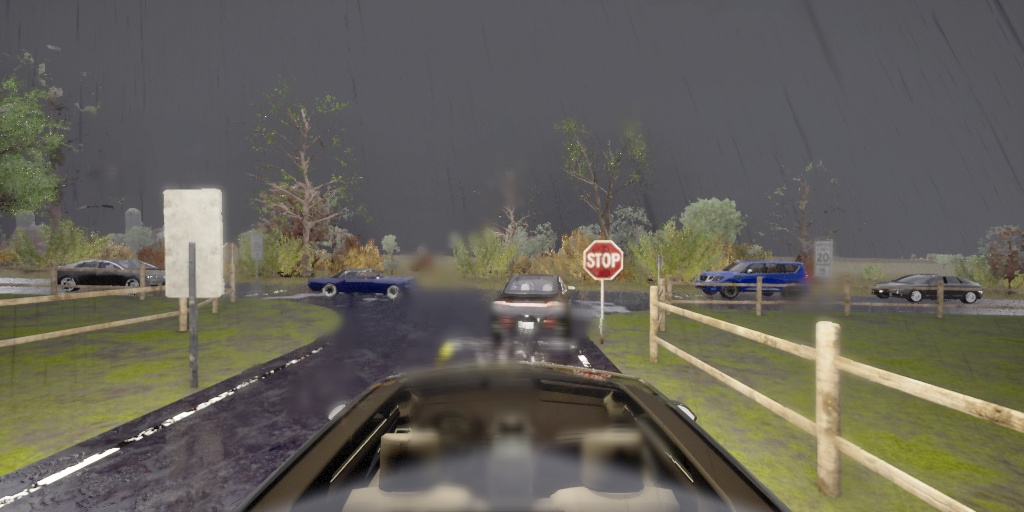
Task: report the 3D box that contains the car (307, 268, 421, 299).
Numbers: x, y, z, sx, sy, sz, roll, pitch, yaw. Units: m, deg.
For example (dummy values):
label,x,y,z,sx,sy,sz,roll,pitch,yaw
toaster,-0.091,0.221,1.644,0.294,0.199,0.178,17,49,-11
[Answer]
label,x,y,z,sx,sy,sz,roll,pitch,yaw
car,-6.819,1.254,16.940,4.718,1.301,1.895,1,1,0

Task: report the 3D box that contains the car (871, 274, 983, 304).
label,x,y,z,sx,sy,sz,roll,pitch,yaw
car,22.870,1.756,19.851,4.892,1.490,1.837,1,1,0

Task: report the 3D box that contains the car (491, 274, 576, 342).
label,x,y,z,sx,sy,sz,roll,pitch,yaw
car,0.708,1.243,9.908,2.128,1.511,4.902,0,0,9

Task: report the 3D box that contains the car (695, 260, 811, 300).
label,x,y,z,sx,sy,sz,roll,pitch,yaw
car,13.250,1.267,19.860,5.566,2.045,2.150,1,1,0

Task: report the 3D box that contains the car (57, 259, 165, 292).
label,x,y,z,sx,sy,sz,roll,pitch,yaw
car,-18.487,0.891,16.958,4.902,1.511,2.128,1,1,0
